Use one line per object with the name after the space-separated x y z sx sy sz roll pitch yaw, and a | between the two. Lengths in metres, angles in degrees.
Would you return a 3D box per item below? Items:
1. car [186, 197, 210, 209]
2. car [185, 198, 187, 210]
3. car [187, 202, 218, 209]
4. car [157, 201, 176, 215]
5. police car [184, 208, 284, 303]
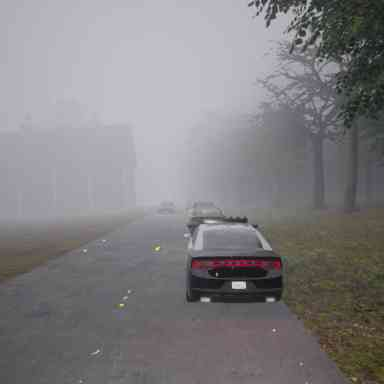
0.819 1.447 24.284 2.097 1.767 4.553 0 0 0 | car
0.018 1.827 45.682 2.033 1.411 5.357 0 0 1 | car
0.821 1.532 18.311 1.882 1.535 5.008 0 0 0 | car
-2.758 1.753 37.195 2.033 1.411 5.357 0 -1 0 | car
0.823 1.437 8.418 1.930 1.638 5.238 0 0 0 | police car
